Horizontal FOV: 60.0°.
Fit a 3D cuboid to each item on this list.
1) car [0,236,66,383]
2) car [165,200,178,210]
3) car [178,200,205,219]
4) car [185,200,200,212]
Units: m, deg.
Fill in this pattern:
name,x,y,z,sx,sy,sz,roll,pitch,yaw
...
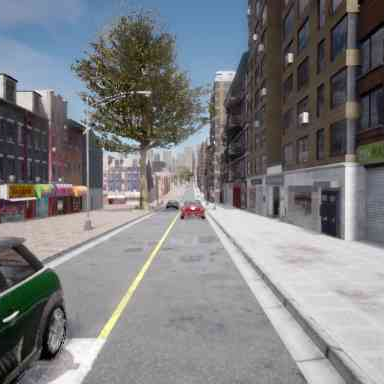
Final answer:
name,x,y,z,sx,sy,sz,roll,pitch,yaw
car,-2.858,1.351,2.897,2.097,1.767,4.553,0,0,0
car,-2.911,1.915,50.145,2.033,1.411,5.357,0,-1,0
car,0.040,1.488,31.137,2.097,1.767,4.553,0,-1,-1
car,0.021,1.786,43.748,1.837,1.490,4.892,0,-1,0
